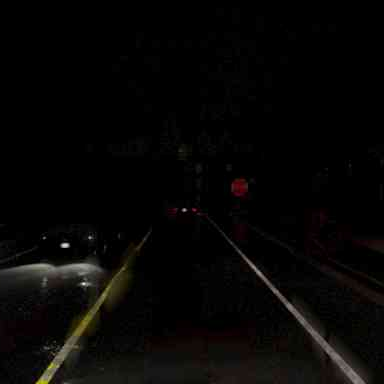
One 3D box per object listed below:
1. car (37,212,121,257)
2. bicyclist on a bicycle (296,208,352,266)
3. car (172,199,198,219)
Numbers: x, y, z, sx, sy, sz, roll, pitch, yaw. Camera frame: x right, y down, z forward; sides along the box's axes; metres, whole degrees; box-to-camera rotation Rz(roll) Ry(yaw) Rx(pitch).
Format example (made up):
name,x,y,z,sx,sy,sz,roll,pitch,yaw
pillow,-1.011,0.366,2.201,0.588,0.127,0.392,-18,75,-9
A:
name,x,y,z,sx,sy,sz,roll,pitch,yaw
car,-3.884,1.421,12.097,1.994,1.385,4.181,0,1,-1
bicyclist on a bicycle,3.718,1.244,9.559,1.656,1.620,0.582,-9,1,-1
car,-0.534,1.246,25.254,2.033,1.411,5.357,0,1,-1
